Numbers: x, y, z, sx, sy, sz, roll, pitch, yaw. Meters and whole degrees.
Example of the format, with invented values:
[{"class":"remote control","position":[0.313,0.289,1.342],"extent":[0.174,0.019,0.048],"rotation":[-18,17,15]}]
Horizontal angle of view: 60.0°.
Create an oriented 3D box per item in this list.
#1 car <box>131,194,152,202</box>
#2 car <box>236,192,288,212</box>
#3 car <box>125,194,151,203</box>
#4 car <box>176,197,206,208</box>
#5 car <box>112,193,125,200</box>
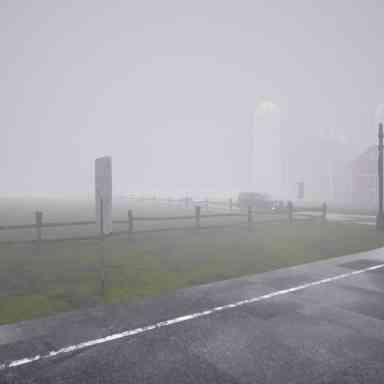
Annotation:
[{"class":"car","position":[-9.090,1.041,59.844],"extent":[1.994,1.385,4.181],"rotation":[-1,1,-35]},{"class":"car","position":[6.760,1.019,32.855],"extent":[2.150,2.045,5.566],"rotation":[-1,1,-34]},{"class":"car","position":[-8.674,1.023,54.287],"extent":[1.882,1.535,5.008],"rotation":[-1,1,-35]},{"class":"car","position":[-0.042,1.289,42.254],"extent":[1.895,1.301,4.718],"rotation":[-1,1,-36]},{"class":"car","position":[-14.938,0.924,67.997],"extent":[2.033,1.411,5.357],"rotation":[-1,1,-36]}]
